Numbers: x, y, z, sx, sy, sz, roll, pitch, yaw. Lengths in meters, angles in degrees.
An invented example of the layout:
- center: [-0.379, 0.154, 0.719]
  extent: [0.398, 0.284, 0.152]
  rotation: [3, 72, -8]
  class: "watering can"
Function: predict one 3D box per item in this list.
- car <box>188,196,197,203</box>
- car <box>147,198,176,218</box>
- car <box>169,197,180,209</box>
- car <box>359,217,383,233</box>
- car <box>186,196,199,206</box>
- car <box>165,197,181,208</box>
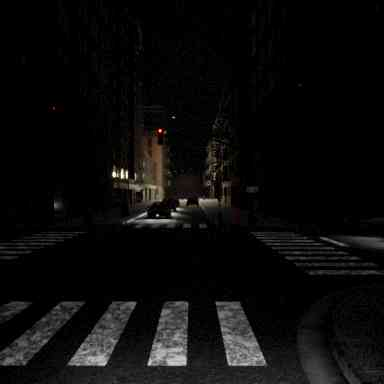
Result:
- center: [0.112, 1.490, 69.958]
  extent: [1.812, 1.442, 4.674]
  rotation: [0, 0, 0]
  class: "car"
- center: [-2.840, 1.541, 30.166]
  extent: [2.033, 1.411, 5.357]
  rotation: [0, 0, 0]
  class: "car"
- center: [-2.835, 1.481, 39.988]
  extent: [2.128, 1.511, 4.902]
  rotation: [0, 0, 0]
  class: "car"
- center: [11.637, 1.554, 17.861]
  extent: [4.829, 1.417, 1.752]
  rotation: [0, 0, 0]
  class: "car"
- center: [0.110, 1.456, 55.192]
  extent: [1.882, 1.535, 5.008]
  rotation: [0, 0, 0]
  class: "car"
- center: [-2.835, 1.474, 50.189]
  extent: [2.128, 1.511, 4.902]
  rotation: [0, 0, 0]
  class: "car"
